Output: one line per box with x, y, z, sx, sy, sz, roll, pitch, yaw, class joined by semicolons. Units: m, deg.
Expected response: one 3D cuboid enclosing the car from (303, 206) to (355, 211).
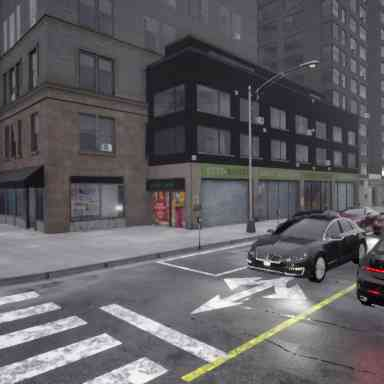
5.591;1.509;15.417;4.313;1.339;1.947;-1;0;-44;car

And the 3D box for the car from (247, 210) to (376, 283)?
3.560;1.476;9.818;4.892;1.490;1.837;-1;0;-45;car

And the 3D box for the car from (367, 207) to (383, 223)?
10.847;1.430;16.975;4.674;1.442;1.812;-1;0;-44;car

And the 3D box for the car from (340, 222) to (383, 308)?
5.038;1.473;6.921;4.892;1.490;1.837;-1;0;-44;car

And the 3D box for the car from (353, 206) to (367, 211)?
9.630;1.488;19.387;4.206;1.307;1.802;-1;0;-44;car
